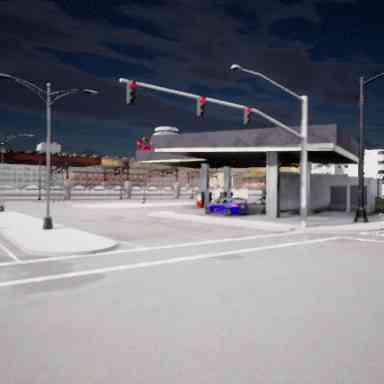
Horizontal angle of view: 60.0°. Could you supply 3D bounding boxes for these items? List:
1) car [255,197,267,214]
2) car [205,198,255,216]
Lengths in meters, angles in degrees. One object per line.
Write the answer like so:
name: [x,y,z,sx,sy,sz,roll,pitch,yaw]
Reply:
car: [7.394,1.540,35.496,1.970,1.475,3.806,0,0,-36]
car: [3.244,1.355,31.452,2.242,1.667,4.611,0,0,-36]
